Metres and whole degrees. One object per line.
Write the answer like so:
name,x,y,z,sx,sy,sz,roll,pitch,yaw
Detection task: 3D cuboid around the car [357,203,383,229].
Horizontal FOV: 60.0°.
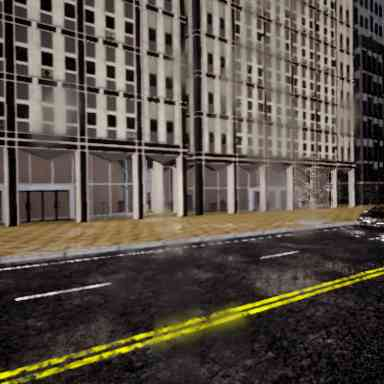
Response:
car,11.965,1.446,20.188,4.892,1.490,1.837,0,0,-35
